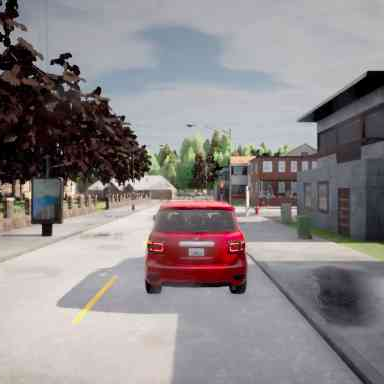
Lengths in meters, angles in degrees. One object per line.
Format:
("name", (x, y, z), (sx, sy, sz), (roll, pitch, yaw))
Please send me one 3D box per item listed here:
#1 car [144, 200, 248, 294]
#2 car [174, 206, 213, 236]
("car", (0.079, 1.221, 8.921), (2.150, 2.045, 5.566), (0, 0, 0))
("car", (0.065, 1.564, 19.289), (1.994, 1.385, 4.181), (0, 0, 0))
